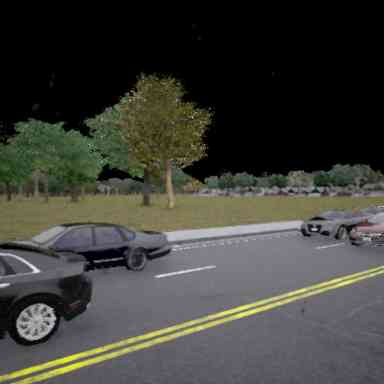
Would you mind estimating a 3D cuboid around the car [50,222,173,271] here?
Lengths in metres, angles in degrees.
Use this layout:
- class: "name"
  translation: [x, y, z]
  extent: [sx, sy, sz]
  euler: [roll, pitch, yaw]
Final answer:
- class: "car"
  translation: [-3.165, 1.582, 9.432]
  extent: [5.357, 1.411, 2.033]
  euler: [0, 0, -37]

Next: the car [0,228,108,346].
- class: "car"
  translation: [-3.952, 1.538, 4.823]
  extent: [4.892, 1.490, 1.837]
  euler: [0, -1, -36]

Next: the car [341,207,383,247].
- class: "car"
  translation: [8.482, 1.508, 13.912]
  extent: [4.674, 1.442, 1.812]
  euler: [-1, 0, -36]

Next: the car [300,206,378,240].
- class: "car"
  translation: [7.454, 1.595, 17.082]
  extent: [4.181, 1.385, 1.994]
  euler: [0, 0, -36]
